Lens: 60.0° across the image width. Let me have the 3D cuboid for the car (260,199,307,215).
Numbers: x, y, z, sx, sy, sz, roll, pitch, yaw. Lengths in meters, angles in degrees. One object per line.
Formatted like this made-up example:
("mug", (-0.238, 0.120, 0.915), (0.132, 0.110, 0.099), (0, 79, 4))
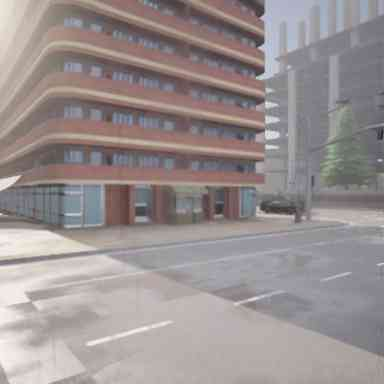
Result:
("car", (9.385, 1.648, 34.188), (1.895, 1.301, 4.718), (0, 0, -37))

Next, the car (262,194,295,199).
("car", (10.509, 1.275, 38.540), (2.150, 2.045, 5.566), (0, 0, -37))
